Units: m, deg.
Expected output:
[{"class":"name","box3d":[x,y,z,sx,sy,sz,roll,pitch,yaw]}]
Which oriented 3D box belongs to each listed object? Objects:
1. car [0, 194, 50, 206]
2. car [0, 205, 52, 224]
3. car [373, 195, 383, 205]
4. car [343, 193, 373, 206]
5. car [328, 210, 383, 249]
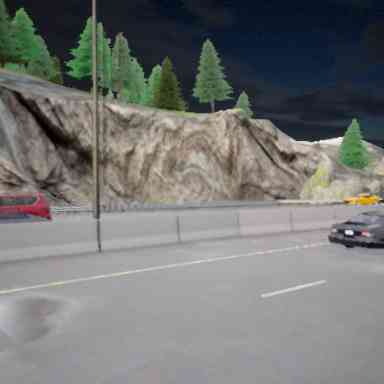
[{"class":"car","box3d":[-10.519,1.137,17.868,5.566,2.045,2.150,-1,1,-34]},{"class":"car","box3d":[-8.657,1.493,14.865,4.181,1.385,1.994,-1,1,-34]},{"class":"car","box3d":[24.762,1.034,39.704,5.357,1.411,2.033,-1,1,-20]},{"class":"car","box3d":[21.488,0.965,42.184,5.008,1.535,1.882,-1,1,-20]},{"class":"car","box3d":[7.482,1.388,12.449,5.357,1.411,2.033,-1,1,-30]}]
